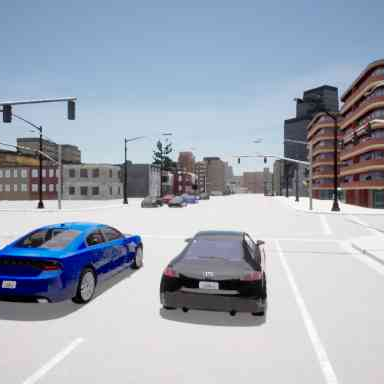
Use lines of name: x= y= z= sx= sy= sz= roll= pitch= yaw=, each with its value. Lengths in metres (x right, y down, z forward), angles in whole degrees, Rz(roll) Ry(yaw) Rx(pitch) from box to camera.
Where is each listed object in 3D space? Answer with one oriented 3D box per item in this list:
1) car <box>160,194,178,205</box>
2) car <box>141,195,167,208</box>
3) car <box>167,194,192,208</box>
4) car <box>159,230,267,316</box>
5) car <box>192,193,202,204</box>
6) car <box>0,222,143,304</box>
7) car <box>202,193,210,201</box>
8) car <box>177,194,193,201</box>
car: x=-3.793 y=1.226 z=55.481 sx=1.882 sy=1.535 sz=5.008 roll=0 pitch=1 yaw=11
car: x=-5.555 y=1.230 z=46.515 sx=2.097 sy=1.767 sz=4.553 roll=0 pitch=1 yaw=11
car: x=-1.919 y=1.409 z=46.892 sx=2.033 sy=1.411 sz=5.357 roll=0 pitch=1 yaw=11
car: x=0.690 y=1.564 z=7.643 sx=1.994 sy=1.385 sz=4.181 roll=0 pitch=0 yaw=12
car: x=-0.084 y=1.249 z=56.297 sx=1.812 sy=1.442 sz=4.674 roll=0 pitch=1 yaw=11
car: x=-2.747 y=1.478 z=8.289 sx=1.882 sy=1.535 sz=5.008 roll=0 pitch=0 yaw=11
car: x=2.540 y=0.992 z=69.355 sx=1.837 sy=1.490 sz=4.892 roll=0 pitch=1 yaw=11
car: x=-1.380 y=1.080 z=67.625 sx=2.033 sy=1.411 sz=5.357 roll=0 pitch=1 yaw=11
